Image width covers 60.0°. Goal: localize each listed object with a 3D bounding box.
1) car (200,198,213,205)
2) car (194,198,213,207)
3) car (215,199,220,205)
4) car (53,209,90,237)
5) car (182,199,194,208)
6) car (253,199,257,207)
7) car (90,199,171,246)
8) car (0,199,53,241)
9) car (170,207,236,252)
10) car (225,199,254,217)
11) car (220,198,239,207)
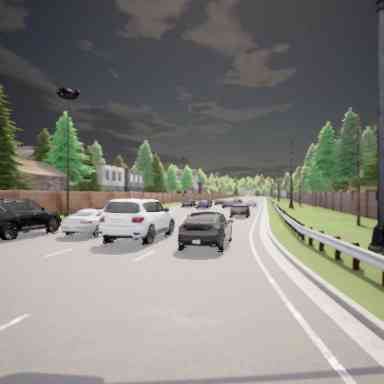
[{"bbox_3d":[3.370,2.168,76.332,2.128,1.511,4.902,0,0,12],"label":"car"},{"bbox_3d":[2.031,1.978,53.494,1.812,1.442,4.674,0,-1,12],"label":"car"},{"bbox_3d":[6.269,2.217,73.034,1.895,1.301,4.718,0,0,12],"label":"car"},{"bbox_3d":[-5.541,1.684,19.012,1.812,1.442,4.674,0,0,12],"label":"car"},{"bbox_3d":[-0.450,1.983,58.504,2.128,1.511,4.902,0,-1,12],"label":"car"},{"bbox_3d":[11.211,2.060,62.748,1.812,1.442,4.674,0,0,12],"label":"car"},{"bbox_3d":[-2.521,1.359,16.444,2.150,2.045,5.566,0,-1,12],"label":"car"},{"bbox_3d":[-9.400,1.367,17.756,2.150,2.045,5.566,0,-1,12],"label":"car"},{"bbox_3d":[0.687,1.629,14.731,1.837,1.490,4.892,0,-1,12],"label":"car"},{"bbox_3d":[5.045,1.785,34.505,2.128,1.511,4.902,0,0,12],"label":"car"},{"bbox_3d":[6.459,2.050,57.332,1.994,1.385,4.181,0,-1,12],"label":"car"}]
